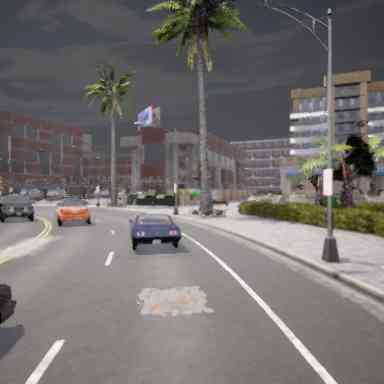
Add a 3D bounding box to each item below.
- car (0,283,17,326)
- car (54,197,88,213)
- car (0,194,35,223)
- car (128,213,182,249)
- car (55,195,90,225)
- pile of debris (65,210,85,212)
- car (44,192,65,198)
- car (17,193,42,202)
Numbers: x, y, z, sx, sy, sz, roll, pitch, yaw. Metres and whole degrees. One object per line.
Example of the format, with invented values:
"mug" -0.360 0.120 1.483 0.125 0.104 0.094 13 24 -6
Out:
"car" -3.621 1.552 2.895 2.033 1.411 5.357 0 0 -3
"car" -13.667 1.407 37.435 1.882 1.535 5.008 0 0 -42
"car" -13.746 1.190 25.984 2.150 2.045 5.566 0 0 -32
"car" -1.780 1.559 14.487 1.895 1.301 4.718 0 0 -13
"car" -8.705 1.306 24.099 2.097 1.767 4.553 0 0 -24
"pile of debris" -13.075 2.104 37.071 1.500 0.140 1.860 0 0 -42
"car" -31.721 1.275 77.659 4.193 1.474 1.816 0 0 21
"car" -34.459 1.159 70.571 4.553 1.767 2.185 0 0 21
